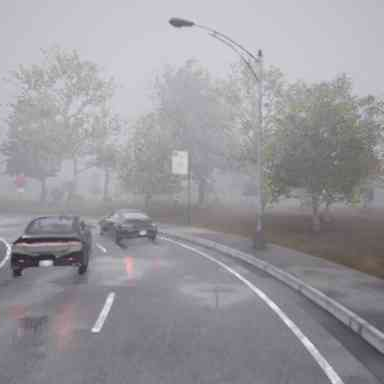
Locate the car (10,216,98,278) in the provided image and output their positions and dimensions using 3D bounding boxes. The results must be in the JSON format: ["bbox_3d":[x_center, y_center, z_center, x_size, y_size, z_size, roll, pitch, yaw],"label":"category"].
[{"bbox_3d":[-4.097,1.470,10.212,2.128,1.511,4.902,1,0,-15],"label":"car"}]

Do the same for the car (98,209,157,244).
[{"bbox_3d":[-3.175,1.508,15.816,1.812,1.442,4.674,1,0,-30],"label":"car"}]
